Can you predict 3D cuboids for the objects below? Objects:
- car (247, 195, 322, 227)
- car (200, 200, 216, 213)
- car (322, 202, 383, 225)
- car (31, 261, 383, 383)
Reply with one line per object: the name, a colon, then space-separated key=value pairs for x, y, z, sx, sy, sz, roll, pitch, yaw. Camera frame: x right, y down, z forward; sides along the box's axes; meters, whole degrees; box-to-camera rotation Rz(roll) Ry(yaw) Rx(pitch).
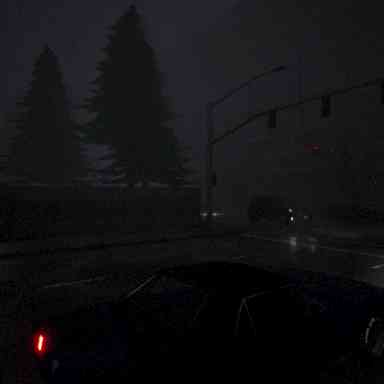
car: x=6.122 y=1.273 z=23.660 sx=2.150 sy=2.045 sz=5.566 roll=0 pitch=0 yaw=-24
car: x=0.555 y=1.602 z=38.706 sx=2.033 sy=1.411 sz=5.357 roll=0 pitch=0 yaw=-35
car: x=11.892 y=1.540 z=24.368 sx=4.892 sy=1.490 sz=1.837 roll=0 pitch=1 yaw=42
car: x=0.670 y=1.601 z=4.260 sx=4.718 sy=1.301 sz=1.895 roll=0 pitch=0 yaw=-35
